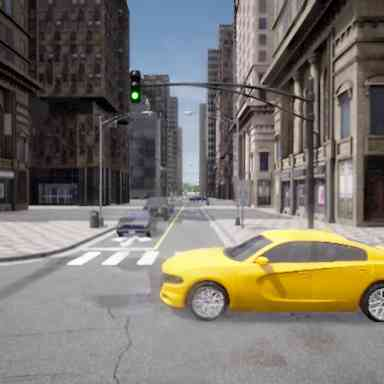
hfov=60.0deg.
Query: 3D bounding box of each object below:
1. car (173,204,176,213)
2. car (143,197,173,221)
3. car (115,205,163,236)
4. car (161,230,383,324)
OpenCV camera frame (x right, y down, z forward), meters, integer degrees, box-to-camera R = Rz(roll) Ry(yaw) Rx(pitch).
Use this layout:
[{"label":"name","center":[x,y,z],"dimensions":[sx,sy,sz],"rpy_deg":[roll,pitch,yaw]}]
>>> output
[{"label":"car","center":[-3.133,1.892,40.543],"dimensions":[1.812,1.442,4.674],"rpy_deg":[0,0,0]},{"label":"car","center":[-3.139,1.498,30.206],"dimensions":[2.150,2.045,5.566],"rpy_deg":[0,0,-1]},{"label":"car","center":[-3.133,1.735,19.913],"dimensions":[2.033,1.411,5.357],"rpy_deg":[0,0,0]},{"label":"car","center":[1.889,1.518,6.676],"dimensions":[5.008,1.535,1.882],"rpy_deg":[0,0,0]}]
